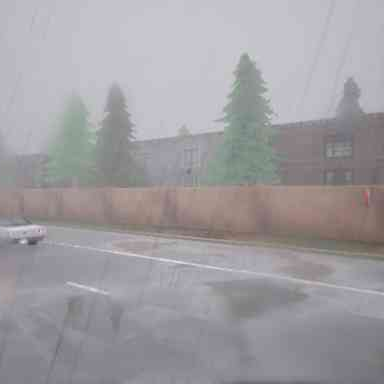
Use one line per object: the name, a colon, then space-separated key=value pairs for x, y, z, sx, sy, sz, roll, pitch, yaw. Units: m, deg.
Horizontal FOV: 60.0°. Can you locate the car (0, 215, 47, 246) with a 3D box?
car: x=-8.293 y=1.614 z=14.084 sx=4.718 sy=1.301 sz=1.895 roll=0 pitch=0 yaw=36
